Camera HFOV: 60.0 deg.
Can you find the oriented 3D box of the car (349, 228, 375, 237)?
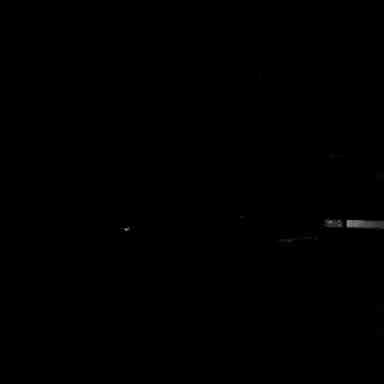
[{"bbox_3d":[20.997,4.500,40.231,2.163,1.488,4.792,0,0,36],"label":"car"}]

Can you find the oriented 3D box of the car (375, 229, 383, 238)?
[{"bbox_3d":[22.620,4.471,37.749,2.097,1.535,5.008,0,0,37],"label":"car"}]
